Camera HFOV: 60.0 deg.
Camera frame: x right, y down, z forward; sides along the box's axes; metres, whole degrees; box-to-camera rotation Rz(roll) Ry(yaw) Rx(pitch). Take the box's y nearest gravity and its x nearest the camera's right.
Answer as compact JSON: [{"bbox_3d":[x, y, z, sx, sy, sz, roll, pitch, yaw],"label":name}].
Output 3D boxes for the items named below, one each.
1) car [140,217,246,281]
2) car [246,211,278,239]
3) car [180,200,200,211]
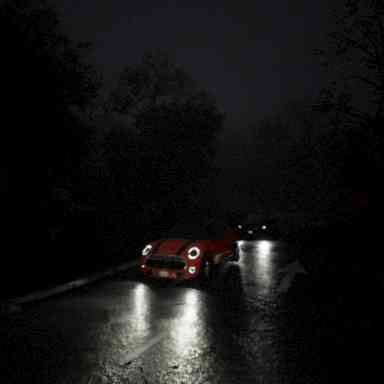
[{"bbox_3d":[0.113,1.776,11.598,2.097,1.767,4.553,-1,-1,25],"label":"car"},{"bbox_3d":[4.247,1.991,21.059,1.812,1.442,4.674,-1,0,23],"label":"car"},{"bbox_3d":[-1.271,1.882,47.710,5.008,1.535,1.882,0,-1,23],"label":"car"}]
